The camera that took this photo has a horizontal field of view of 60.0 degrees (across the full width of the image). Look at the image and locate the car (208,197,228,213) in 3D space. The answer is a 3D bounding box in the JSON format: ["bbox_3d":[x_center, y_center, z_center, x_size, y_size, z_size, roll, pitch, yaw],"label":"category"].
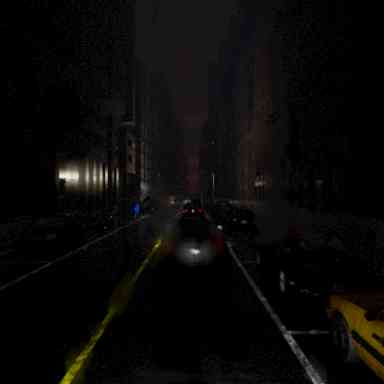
[{"bbox_3d":[2.760,1.529,30.862,1.967,1.590,4.097,0,0,0],"label":"car"}]

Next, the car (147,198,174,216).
[{"bbox_3d":[-3.095,1.623,33.592,1.812,1.442,4.674,0,0,0],"label":"car"}]

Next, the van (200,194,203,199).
[{"bbox_3d":[2.759,1.517,58.872,1.690,1.788,3.998,0,0,0],"label":"van"}]

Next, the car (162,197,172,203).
[{"bbox_3d":[-5.765,1.798,75.662,1.947,1.339,4.313,0,0,0],"label":"car"}]

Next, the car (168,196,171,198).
[{"bbox_3d":[-5.765,1.745,64.459,2.008,1.369,4.403,0,0,0],"label":"car"}]

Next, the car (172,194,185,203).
[{"bbox_3d":[-3.000,1.648,74.254,1.882,1.535,5.008,0,0,0],"label":"car"}]

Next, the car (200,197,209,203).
[{"bbox_3d":[2.760,1.815,75.676,1.802,1.307,4.206,0,0,0],"label":"car"}]

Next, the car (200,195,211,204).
[{"bbox_3d":[2.759,1.529,70.075,2.192,1.841,5.009,0,0,0],"label":"car"}]

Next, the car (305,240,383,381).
[{"bbox_3d":[2.761,1.534,3.024,1.752,1.417,4.829,0,0,0],"label":"car"}]

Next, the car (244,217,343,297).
[{"bbox_3d":[2.761,1.575,8.456,2.008,1.369,4.403,0,0,0],"label":"car"}]

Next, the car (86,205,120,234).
[{"bbox_3d":[-5.764,1.638,19.642,1.802,1.307,4.206,0,0,0],"label":"car"}]

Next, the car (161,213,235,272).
[{"bbox_3d":[0.086,1.596,10.953,1.994,1.385,4.181,0,0,0],"label":"car"}]

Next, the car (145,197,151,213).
[{"bbox_3d":[-5.765,1.631,36.279,1.752,1.417,4.829,0,0,0],"label":"car"}]

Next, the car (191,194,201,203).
[{"bbox_3d":[0.853,1.452,74.840,2.150,2.045,5.566,0,0,0],"label":"car"}]

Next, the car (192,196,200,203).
[{"bbox_3d":[0.900,1.778,80.810,1.812,1.442,4.674,0,0,0],"label":"car"}]

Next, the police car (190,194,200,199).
[{"bbox_3d":[0.900,1.621,64.920,1.930,1.638,5.238,0,0,0],"label":"police car"}]

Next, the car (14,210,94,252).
[{"bbox_3d":[-5.764,1.622,14.040,1.802,1.307,4.206,0,0,0],"label":"car"}]

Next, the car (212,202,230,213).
[{"bbox_3d":[2.761,1.655,25.261,1.802,1.307,4.206,0,0,0],"label":"car"}]

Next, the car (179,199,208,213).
[{"bbox_3d":[0.096,1.633,29.699,2.033,1.411,5.357,0,0,0],"label":"car"}]

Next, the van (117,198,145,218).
[{"bbox_3d":[-5.765,1.430,30.847,1.690,1.788,3.998,0,0,0],"label":"van"}]

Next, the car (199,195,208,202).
[{"bbox_3d":[2.759,1.569,81.278,2.192,1.841,5.009,0,0,0],"label":"car"}]

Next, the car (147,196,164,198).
[{"bbox_3d":[-5.765,1.455,47.654,2.192,1.841,5.009,0,0,0],"label":"car"}]

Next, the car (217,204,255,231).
[{"bbox_3d":[2.761,1.622,19.659,1.947,1.339,4.313,0,0,0],"label":"car"}]

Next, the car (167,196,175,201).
[{"bbox_3d":[-5.766,1.839,92.469,1.887,1.381,4.507,0,0,0],"label":"car"}]

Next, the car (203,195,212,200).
[{"bbox_3d":[2.760,1.563,42.065,1.967,1.590,4.097,0,0,0],"label":"car"}]

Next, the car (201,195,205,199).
[{"bbox_3d":[2.760,1.684,53.439,1.752,1.417,4.829,0,0,0],"label":"car"}]
